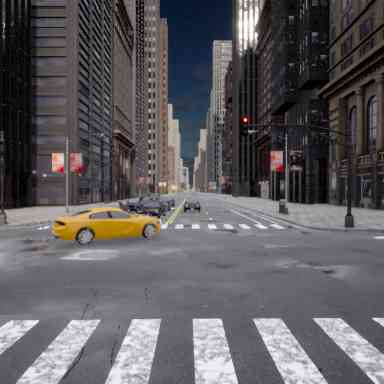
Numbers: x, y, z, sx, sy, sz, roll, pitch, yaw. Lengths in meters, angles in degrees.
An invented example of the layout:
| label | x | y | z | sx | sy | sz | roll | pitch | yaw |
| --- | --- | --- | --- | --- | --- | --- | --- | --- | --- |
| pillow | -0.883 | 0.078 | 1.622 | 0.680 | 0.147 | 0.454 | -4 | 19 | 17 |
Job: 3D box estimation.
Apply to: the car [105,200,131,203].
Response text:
| label | x | y | z | sx | sy | sz | roll | pitch | yaw |
| --- | --- | --- | --- | --- | --- | --- | --- | --- | --- |
| car | -6.653 | 1.510 | 27.984 | 1.812 | 1.442 | 4.674 | 0 | 0 | 0 |

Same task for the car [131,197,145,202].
| label | x | y | z | sx | sy | sz | roll | pitch | yaw |
| --- | --- | --- | --- | --- | --- | --- | --- | --- | --- |
| car | -6.673 | 1.577 | 37.092 | 1.895 | 1.301 | 4.718 | 0 | 0 | 0 |

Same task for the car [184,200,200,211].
| label | x | y | z | sx | sy | sz | roll | pitch | yaw |
| --- | --- | --- | --- | --- | --- | --- | --- | --- | --- |
| car | 0.014 | 1.575 | 39.643 | 1.895 | 1.301 | 4.718 | 0 | 0 | 0 |

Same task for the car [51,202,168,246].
| label | x | y | z | sx | sy | sz | roll | pitch | yaw |
| --- | --- | --- | --- | --- | --- | --- | --- | --- | --- |
| car | -3.855 | 1.466 | 15.482 | 5.008 | 1.535 | 1.882 | 0 | 0 | -36 |

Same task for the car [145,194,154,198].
| label | x | y | z | sx | sy | sz | roll | pitch | yaw |
| --- | --- | --- | --- | --- | --- | --- | --- | --- | --- |
| car | -6.693 | 1.470 | 47.332 | 1.837 | 1.490 | 4.892 | 0 | 0 | 0 |

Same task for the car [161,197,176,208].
| label | x | y | z | sx | sy | sz | roll | pitch | yaw |
| --- | --- | --- | --- | --- | --- | --- | --- | --- | --- |
| car | -3.452 | 1.510 | 49.712 | 2.033 | 1.411 | 5.357 | 0 | 0 | 0 |

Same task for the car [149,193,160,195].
| label | x | y | z | sx | sy | sz | roll | pitch | yaw |
| --- | --- | --- | --- | --- | --- | --- | --- | --- | --- |
| car | -6.677 | 1.170 | 57.782 | 2.150 | 2.045 | 5.566 | 0 | 0 | 1 |

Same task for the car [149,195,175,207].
| label | x | y | z | sx | sy | sz | roll | pitch | yaw |
| --- | --- | --- | --- | --- | --- | --- | --- | --- | --- |
| car | -3.424 | 1.466 | 39.160 | 2.128 | 1.511 | 4.902 | 0 | 0 | 0 |

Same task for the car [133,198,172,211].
| label | x | y | z | sx | sy | sz | roll | pitch | yaw |
| --- | --- | --- | --- | --- | --- | --- | --- | --- | --- |
| car | -3.381 | 1.531 | 29.420 | 2.033 | 1.411 | 5.357 | 0 | 0 | 4 |
